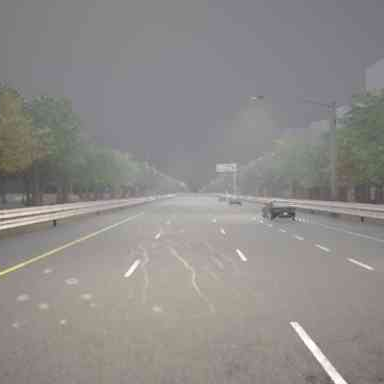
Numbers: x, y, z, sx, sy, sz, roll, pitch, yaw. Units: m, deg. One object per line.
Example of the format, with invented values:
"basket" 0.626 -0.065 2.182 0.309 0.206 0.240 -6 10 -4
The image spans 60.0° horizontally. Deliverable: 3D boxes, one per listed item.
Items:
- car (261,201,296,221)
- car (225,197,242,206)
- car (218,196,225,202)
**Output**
"car" 7.039 1.508 27.490 1.882 1.535 5.008 0 0 0
"car" 7.168 1.641 56.260 1.895 1.301 4.718 0 0 0
"car" 7.354 1.584 81.246 1.812 1.442 4.674 0 0 1
